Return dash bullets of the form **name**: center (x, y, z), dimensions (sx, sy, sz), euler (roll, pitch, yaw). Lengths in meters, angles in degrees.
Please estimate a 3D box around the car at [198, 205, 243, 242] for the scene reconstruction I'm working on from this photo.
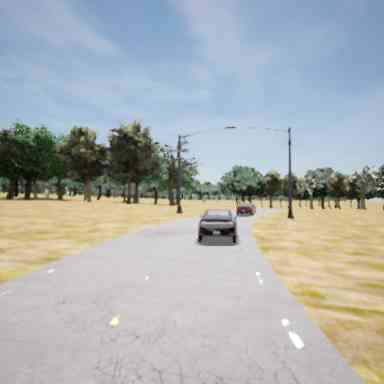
- **car**: center (1.403, 1.621, 17.178), dimensions (2.128, 1.511, 4.902), euler (0, -1, 7)

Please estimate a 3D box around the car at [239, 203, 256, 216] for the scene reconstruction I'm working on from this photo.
- **car**: center (6.645, 2.057, 40.479), dimensions (1.882, 1.535, 5.008), euler (-1, -2, 18)
